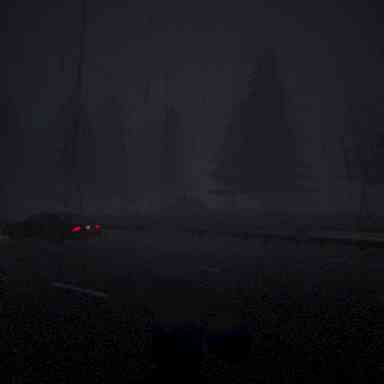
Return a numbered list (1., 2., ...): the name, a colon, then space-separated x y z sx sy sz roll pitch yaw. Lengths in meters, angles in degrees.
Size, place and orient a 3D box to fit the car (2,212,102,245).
1. car: -6.975 1.709 16.461 5.357 1.411 2.033 -1 0 28
